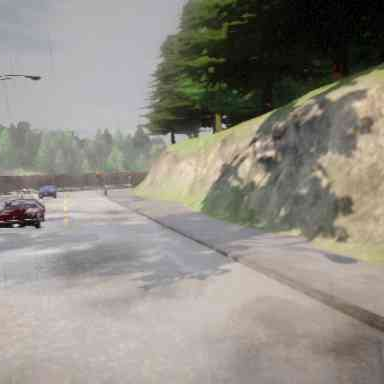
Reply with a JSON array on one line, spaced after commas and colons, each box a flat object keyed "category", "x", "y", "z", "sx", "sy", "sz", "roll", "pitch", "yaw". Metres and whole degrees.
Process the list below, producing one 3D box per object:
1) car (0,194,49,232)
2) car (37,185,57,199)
[{"category": "car", "x": -8.402, "y": 1.048, "z": 16.432, "sx": 1.895, "sy": 1.301, "sz": 4.718, "roll": -3, "pitch": 3, "yaw": -21}, {"category": "car", "x": -17.251, "y": -0.039, "z": 39.746, "sx": 1.882, "sy": 1.535, "sz": 5.008, "roll": -3, "pitch": 3, "yaw": -21}]
